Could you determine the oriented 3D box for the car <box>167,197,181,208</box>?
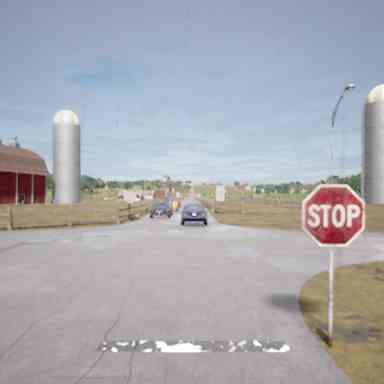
[{"bbox_3d":[-2.727,1.617,50.623,1.882,1.535,5.008,0,0,0],"label":"car"}]

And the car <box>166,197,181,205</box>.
[{"bbox_3d":[-2.753,1.432,40.482,2.097,1.767,4.553,0,0,0],"label":"car"}]

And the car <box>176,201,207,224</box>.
[{"bbox_3d":[0.156,1.576,24.748,2.033,1.411,5.357,0,0,0],"label":"car"}]

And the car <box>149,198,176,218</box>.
[{"bbox_3d":[-2.781,1.554,30.783,1.837,1.490,4.892,0,0,0],"label":"car"}]
